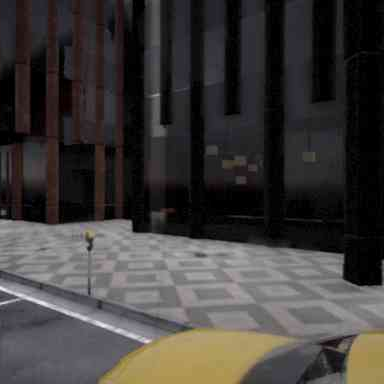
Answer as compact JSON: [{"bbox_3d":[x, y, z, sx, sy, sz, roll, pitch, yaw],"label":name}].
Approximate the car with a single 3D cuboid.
[{"bbox_3d":[1.341,1.526,2.008,4.829,1.417,1.752,0,0,36],"label":"car"}]
